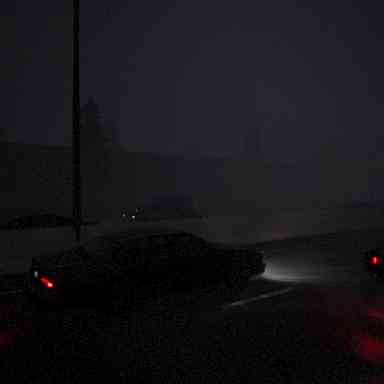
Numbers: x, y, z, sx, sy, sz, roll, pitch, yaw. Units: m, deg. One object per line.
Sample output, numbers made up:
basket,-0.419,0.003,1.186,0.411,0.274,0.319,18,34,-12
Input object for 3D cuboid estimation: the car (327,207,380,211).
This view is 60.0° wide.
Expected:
car,12.633,1.445,25.896,4.892,1.490,1.837,-1,0,-35

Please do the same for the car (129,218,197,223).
car,-1.337,1.540,20.232,4.181,1.385,1.994,0,0,-35

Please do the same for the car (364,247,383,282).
car,6.369,1.578,8.287,4.718,1.301,1.895,0,0,-35

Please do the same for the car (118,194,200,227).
car,-2.285,1.195,23.855,5.566,2.045,2.150,0,0,-35

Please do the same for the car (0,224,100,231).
car,-6.101,1.543,12.537,5.357,1.411,2.033,0,0,-35

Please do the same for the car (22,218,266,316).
car,-0.775,1.539,7.480,5.357,1.411,2.033,0,0,-35
